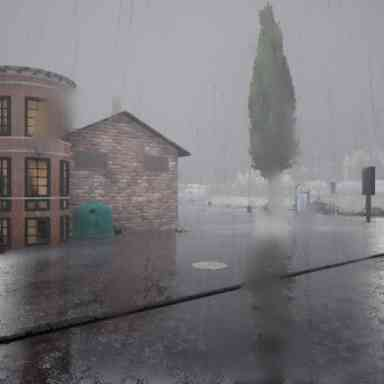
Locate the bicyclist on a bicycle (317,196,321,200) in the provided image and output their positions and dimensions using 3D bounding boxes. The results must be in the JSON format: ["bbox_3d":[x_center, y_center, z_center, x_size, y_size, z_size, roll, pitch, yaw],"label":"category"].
[{"bbox_3d":[15.377,1.361,40.190,1.656,1.620,0.582,0,0,-36],"label":"bicyclist on a bicycle"}]

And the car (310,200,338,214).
[{"bbox_3d":[13.450,1.575,35.733,1.994,1.385,4.181,0,0,-36],"label":"car"}]
